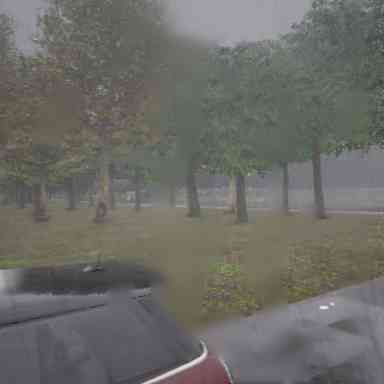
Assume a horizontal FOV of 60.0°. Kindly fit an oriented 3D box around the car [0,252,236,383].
[{"bbox_3d":[-1.868,1.353,1.736,4.553,1.767,2.097,0,0,-35],"label":"car"}]
